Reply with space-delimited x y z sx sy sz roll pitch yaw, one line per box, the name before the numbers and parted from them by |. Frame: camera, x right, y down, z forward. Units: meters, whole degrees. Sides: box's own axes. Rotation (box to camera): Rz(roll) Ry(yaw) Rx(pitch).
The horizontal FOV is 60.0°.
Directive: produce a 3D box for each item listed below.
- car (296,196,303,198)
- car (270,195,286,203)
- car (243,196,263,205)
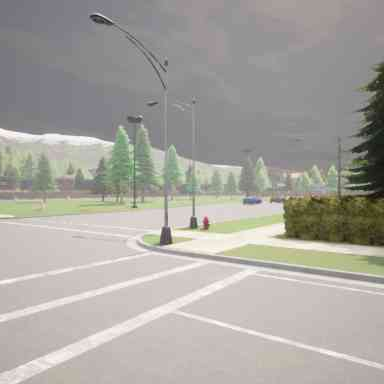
car | 18.739 1.478 57.148 1.882 1.535 5.008 0 0 36
car | 17.518 1.353 67.408 2.097 1.767 4.553 0 0 36
car | 10.610 1.478 57.849 1.882 1.535 5.008 0 0 36
